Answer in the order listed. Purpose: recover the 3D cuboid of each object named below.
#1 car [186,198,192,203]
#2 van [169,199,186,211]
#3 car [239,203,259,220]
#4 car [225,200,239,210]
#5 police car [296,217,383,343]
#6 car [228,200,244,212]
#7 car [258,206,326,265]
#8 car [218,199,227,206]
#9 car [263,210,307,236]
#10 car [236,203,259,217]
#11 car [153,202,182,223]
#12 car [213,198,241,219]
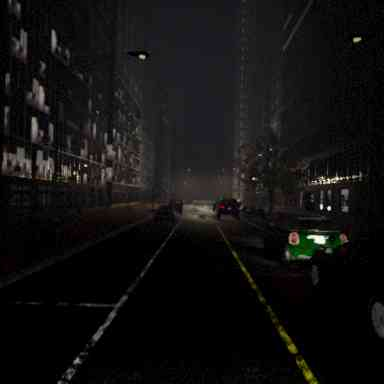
[{"bbox_3d":[-0.891,2.381,90.556,1.887,1.381,4.507,1,0,1],"label":"car"},{"bbox_3d":[-1.955,1.704,39.337,1.690,1.788,3.998,1,-1,1],"label":"van"},{"bbox_3d":[6.298,2.049,33.463,2.008,1.369,4.403,1,-1,1],"label":"car"},{"bbox_3d":[6.775,2.161,56.228,1.967,1.590,4.097,1,-1,1],"label":"car"},{"bbox_3d":[3.955,1.591,6.792,1.930,1.638,5.238,1,-1,1],"label":"police car"},{"bbox_3d":[6.656,2.106,50.537,1.967,1.590,4.097,1,-1,1],"label":"car"},{"bbox_3d":[4.077,1.582,12.652,2.097,1.767,4.553,1,-1,1],"label":"car"},{"bbox_3d":[7.248,2.476,78.991,1.887,1.381,4.507,1,0,1],"label":"car"},{"bbox_3d":[6.059,1.959,22.081,1.802,1.307,4.206,1,-1,1],"label":"car"},{"bbox_3d":[6.416,2.107,39.154,2.008,1.369,4.403,1,-1,1],"label":"car"},{"bbox_3d":[-2.198,1.797,27.953,2.008,1.369,4.403,1,-1,1],"label":"car"},{"bbox_3d":[3.653,1.671,34.480,2.150,2.045,5.566,1,0,2],"label":"car"}]
